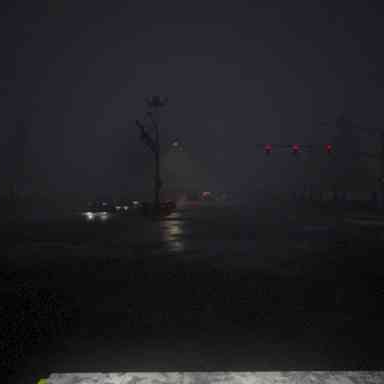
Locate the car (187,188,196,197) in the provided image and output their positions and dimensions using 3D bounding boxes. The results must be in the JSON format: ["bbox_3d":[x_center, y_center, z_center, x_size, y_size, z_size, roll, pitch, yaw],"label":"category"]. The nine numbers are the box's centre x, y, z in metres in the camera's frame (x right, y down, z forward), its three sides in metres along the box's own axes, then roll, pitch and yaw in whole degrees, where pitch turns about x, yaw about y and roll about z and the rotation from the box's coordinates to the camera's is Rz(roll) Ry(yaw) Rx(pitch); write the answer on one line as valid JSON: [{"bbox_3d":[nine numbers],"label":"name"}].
[{"bbox_3d":[-0.074,0.184,78.152,2.128,1.511,4.902,0,7,0],"label":"car"}]

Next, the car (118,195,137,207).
[{"bbox_3d":[-10.559,1.543,52.407,2.033,1.411,5.357,0,0,0],"label":"car"}]

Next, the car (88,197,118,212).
[{"bbox_3d":[-10.556,1.352,39.048,2.097,1.767,4.553,0,0,0],"label":"car"}]

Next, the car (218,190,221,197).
[{"bbox_3d":[6.927,0.206,77.999,1.812,1.442,4.674,0,7,0],"label":"car"}]

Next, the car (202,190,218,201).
[{"bbox_3d":[3.569,0.992,67.949,2.128,1.511,4.902,0,4,0],"label":"car"}]

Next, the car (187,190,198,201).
[{"bbox_3d":[0.070,0.841,68.103,2.097,1.767,4.553,0,4,0],"label":"car"}]

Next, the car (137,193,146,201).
[{"bbox_3d":[-10.536,1.046,67.423,1.812,1.442,4.674,0,4,0],"label":"car"}]

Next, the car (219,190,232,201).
[{"bbox_3d":[7.071,1.036,67.806,1.812,1.442,4.674,0,4,0],"label":"car"}]
